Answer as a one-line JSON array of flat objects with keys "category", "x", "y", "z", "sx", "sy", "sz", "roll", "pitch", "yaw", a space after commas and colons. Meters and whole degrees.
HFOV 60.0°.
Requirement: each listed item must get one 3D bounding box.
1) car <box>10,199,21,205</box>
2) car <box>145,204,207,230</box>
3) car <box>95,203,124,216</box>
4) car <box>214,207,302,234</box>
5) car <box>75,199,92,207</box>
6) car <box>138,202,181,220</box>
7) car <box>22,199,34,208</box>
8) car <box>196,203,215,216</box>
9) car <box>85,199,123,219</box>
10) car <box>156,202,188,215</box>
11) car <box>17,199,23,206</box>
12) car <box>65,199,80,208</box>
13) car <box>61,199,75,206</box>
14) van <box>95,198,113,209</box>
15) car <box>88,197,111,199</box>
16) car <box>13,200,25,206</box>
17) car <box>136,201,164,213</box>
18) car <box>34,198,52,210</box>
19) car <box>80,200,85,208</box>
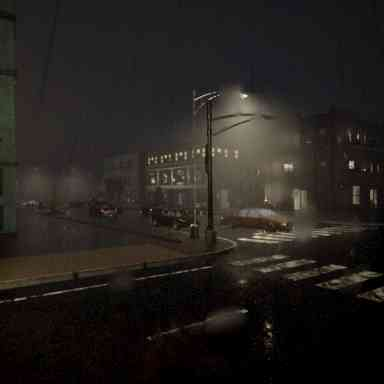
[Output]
[{"category": "car", "x": -44.618, "y": 2.598, "z": 84.122, "sx": 1.887, "sy": 1.381, "sz": 4.507, "roll": -1, "pitch": 0, "yaw": -36}, {"category": "car", "x": -1.242, "y": 1.815, "z": 23.229, "sx": 1.947, "sy": 1.339, "sz": 4.313, "roll": -2, "pitch": 0, "yaw": -36}, {"category": "car", "x": -10.043, "y": 2.038, "z": 40.232, "sx": 1.895, "sy": 1.301, "sz": 4.718, "roll": -1, "pitch": 0, "yaw": -36}, {"category": "car", "x": 4.087, "y": 1.706, "z": 20.693, "sx": 2.033, "sy": 1.411, "sz": 5.357, "roll": -1, "pitch": 0, "yaw": -38}, {"category": "car", "x": -21.708, "y": 2.228, "z": 66.482, "sx": 1.887, "sy": 1.381, "sz": 4.507, "roll": -1, "pitch": 0, "yaw": -36}, {"category": "car", "x": -3.054, "y": 1.793, "z": 30.443, "sx": 2.128, "sy": 1.511, "sz": 4.902, "roll": -1, "pitch": 0, "yaw": -36}, {"category": "car", "x": -31.744, "y": 2.376, "z": 66.111, "sx": 2.008, "sy": 1.369, "sz": 4.403, "roll": -1, "pitch": 0, "yaw": -36}, {"category": "car", "x": 0.823, "y": 1.810, "z": 34.961, "sx": 2.008, "sy": 1.369, "sz": 4.403, "roll": -2, "pitch": 0, "yaw": -36}, {"category": "car", "x": -9.215, "y": 1.847, "z": 34.589, "sx": 1.967, "sy": 1.590, "sz": 4.097, "roll": -1, "pitch": 0, "yaw": -36}, {"category": "car", "x": -2.395, "y": 1.904, "z": 39.464, "sx": 1.802, "sy": 1.307, "sz": 4.206, "roll": -2, "pitch": 0, "yaw": -36}, {"category": "car", "x": -38.183, "y": 2.380, "z": 75.116, "sx": 1.967, "sy": 1.590, "sz": 4.097, "roll": -1, "pitch": 0, "yaw": -36}, {"category": "car", "x": -21.429, "y": 2.230, "z": 61.653, "sx": 1.994, "sy": 1.385, "sz": 4.181, "roll": -1, "pitch": 0, "yaw": -36}, {"category": "car", "x": -28.145, "y": 2.364, "z": 75.489, "sx": 1.947, "sy": 1.339, "sz": 4.313, "roll": -1, "pitch": 0, "yaw": -36}, {"category": "van", "x": -15.275, "y": 1.907, "z": 57.476, "sx": 1.690, "sy": 1.788, "sz": 3.998, "roll": -1, "pitch": 0, "yaw": -36}, {"category": "car", "x": -14.185, "y": 2.011, "z": 51.514, "sx": 1.882, "sy": 1.535, "sz": 5.008, "roll": -1, "pitch": -1, "yaw": -36}, {"category": "car", "x": -41.400, "y": 2.548, "z": 79.620, "sx": 2.008, "sy": 1.369, "sz": 4.403, "roll": -1, "pitch": 0, "yaw": -36}, {"category": "car", "x": -5.613, "y": 1.966, "z": 43.967, "sx": 1.802, "sy": 1.307, "sz": 4.206, "roll": -2, "pitch": 0, "yaw": -36}, {"category": "car", "x": -25.207, "y": 2.233, "z": 56.966, "sx": 1.752, "sy": 1.417, "sz": 4.829, "roll": -1, "pitch": 0, "yaw": -36}, {"category": "car", "x": -18.495, "y": 1.940, "z": 61.979, "sx": 2.192, "sy": 1.841, "sz": 5.009, "roll": -1, "pitch": 0, "yaw": -36}]
